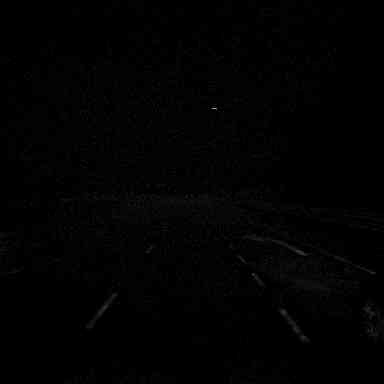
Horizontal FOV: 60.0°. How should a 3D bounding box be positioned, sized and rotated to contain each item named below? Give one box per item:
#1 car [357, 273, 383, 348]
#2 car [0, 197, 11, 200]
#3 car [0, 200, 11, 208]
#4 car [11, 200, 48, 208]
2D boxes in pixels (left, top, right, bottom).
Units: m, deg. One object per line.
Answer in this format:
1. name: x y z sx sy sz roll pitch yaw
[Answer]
1. car: 3.601 1.526 3.493 2.128 1.511 4.902 0 0 0
2. car: -24.553 1.621 41.335 2.150 2.045 5.566 0 0 1
3. car: -21.079 1.906 36.424 2.033 1.411 5.357 0 -1 0
4. car: -17.576 1.716 36.911 2.097 1.767 4.553 0 -1 0
